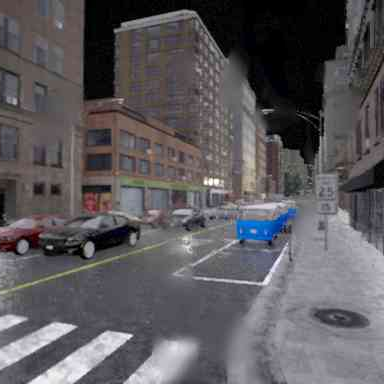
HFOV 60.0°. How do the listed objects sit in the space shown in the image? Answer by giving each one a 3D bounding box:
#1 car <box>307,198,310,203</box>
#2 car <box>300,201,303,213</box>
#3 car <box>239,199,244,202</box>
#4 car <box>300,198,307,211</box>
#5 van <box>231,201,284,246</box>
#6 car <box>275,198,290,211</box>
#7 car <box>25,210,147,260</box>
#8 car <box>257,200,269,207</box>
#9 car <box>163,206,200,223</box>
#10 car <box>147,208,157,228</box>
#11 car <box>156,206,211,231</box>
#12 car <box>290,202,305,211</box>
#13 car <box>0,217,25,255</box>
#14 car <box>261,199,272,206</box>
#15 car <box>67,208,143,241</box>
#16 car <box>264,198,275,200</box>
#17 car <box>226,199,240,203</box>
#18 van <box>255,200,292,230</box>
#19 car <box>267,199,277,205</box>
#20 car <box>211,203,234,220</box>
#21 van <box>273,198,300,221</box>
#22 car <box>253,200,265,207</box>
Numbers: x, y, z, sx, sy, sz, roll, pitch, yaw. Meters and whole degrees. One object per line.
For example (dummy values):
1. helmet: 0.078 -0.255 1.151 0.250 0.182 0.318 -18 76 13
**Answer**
1. car: 24.275 2.573 72.948 1.887 1.381 4.507 0 -1 20
2. car: 10.945 2.033 36.898 2.008 1.369 4.403 0 -1 20
3. car: 6.750 1.968 50.144 2.192 1.841 5.009 0 -1 20
4. car: 14.756 1.949 47.201 2.192 1.841 5.009 0 -1 20
5. van: 3.329 1.527 16.299 1.690 1.788 3.998 0 -1 20
6. car: 15.291 1.980 56.032 2.150 2.045 5.566 0 -1 19
7. car: -3.911 1.607 13.419 1.882 1.535 5.008 0 -1 19
8. car: 16.274 2.598 75.898 2.008 1.369 4.403 0 -1 20
9. car: -0.874 1.934 29.535 1.802 1.307 4.206 0 -1 20
10. car: -2.780 1.860 24.384 1.802 1.307 4.206 0 -1 20
11. car: -0.429 1.789 22.805 1.812 1.442 4.674 0 -1 20
12. car: 16.658 2.276 52.348 1.947 1.339 4.313 0 -1 20
13. car: -6.590 1.677 14.082 1.887 1.381 4.507 0 -1 20
14. car: 18.181 2.569 81.050 1.967 1.590 4.097 0 -1 20
15. car: -4.743 1.728 19.073 1.752 1.417 4.829 0 -1 20
16. car: 10.378 1.780 42.807 2.150 2.045 5.566 0 -1 21
17. car: 4.784 2.100 44.831 1.752 1.417 4.829 0 -1 20
18. van: 5.234 1.600 21.449 1.690 1.788 3.998 0 -1 20
19. car: 21.991 2.735 91.354 1.967 1.590 4.097 0 -1 20
20. car: 3.071 2.000 32.245 1.895 1.301 4.718 0 -1 20
21. van: 9.043 1.749 31.750 1.690 1.788 3.998 0 -1 20
22. car: 14.310 2.489 70.588 1.752 1.417 4.829 0 -1 20
